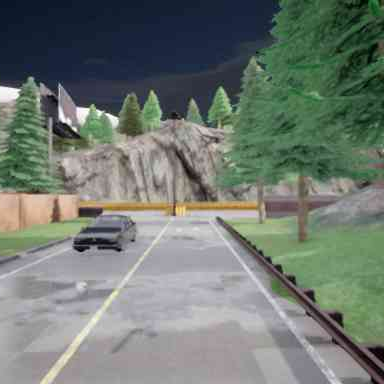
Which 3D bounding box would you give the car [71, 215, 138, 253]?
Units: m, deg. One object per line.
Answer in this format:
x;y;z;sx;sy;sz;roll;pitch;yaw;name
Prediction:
-3.641;1.744;15.006;2.033;1.411;5.357;0;-1;0;car
